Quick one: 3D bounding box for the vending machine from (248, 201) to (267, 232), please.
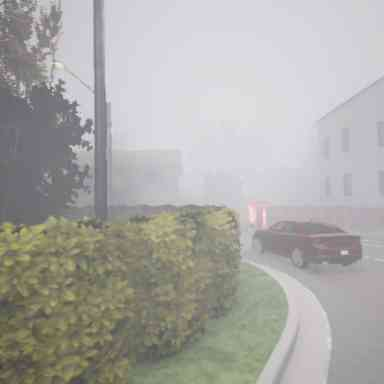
[{"bbox_3d":[4.610,1.710,23.396,0.880,2.100,1.100,-2,-2,41],"label":"vending machine"}]

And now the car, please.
[{"bbox_3d":[3.935,1.727,12.312,1.882,1.535,5.008,0,-2,-14],"label":"car"}]
